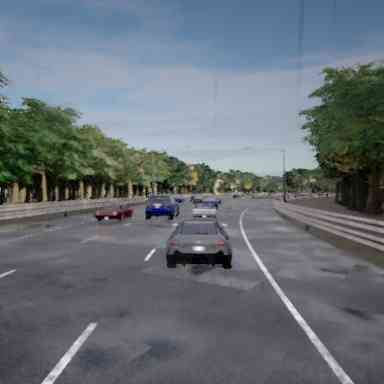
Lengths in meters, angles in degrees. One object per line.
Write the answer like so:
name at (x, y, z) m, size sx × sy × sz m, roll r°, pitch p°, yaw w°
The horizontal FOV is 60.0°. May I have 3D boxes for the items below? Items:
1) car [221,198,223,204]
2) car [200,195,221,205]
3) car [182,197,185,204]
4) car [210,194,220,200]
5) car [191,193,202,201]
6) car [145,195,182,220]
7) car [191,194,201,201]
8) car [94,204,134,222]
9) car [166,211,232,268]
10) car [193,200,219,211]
car at (4.181, 1.466, 57.411) m, size 1.837 × 1.490 × 4.892 m, roll 0°, pitch 0°, yaw 8°
car at (2.496, 1.468, 43.612) m, size 1.882 × 1.535 × 5.008 m, roll 0°, pitch 0°, yaw 6°
car at (-2.521, 1.413, 59.560) m, size 1.882 × 1.535 × 5.008 m, roll 0°, pitch 0°, yaw 8°
car at (6.282, 1.397, 89.768) m, size 2.033 × 1.411 × 5.357 m, roll 0°, pitch 0°, yaw 12°
car at (1.133, 1.237, 81.978) m, size 2.097 × 1.767 × 4.553 m, roll 0°, pitch 0°, yaw 11°
car at (-2.397, 1.220, 27.896) m, size 2.150 × 2.045 × 5.566 m, roll 0°, pitch 0°, yaw 4°
car at (1.383, 1.470, 62.162) m, size 1.812 × 1.442 × 4.674 m, roll 0°, pitch 0°, yaw 9°
car at (-6.044, 1.593, 26.443) m, size 1.895 × 1.301 × 4.718 m, roll 0°, pitch 0°, yaw 4°
car at (0.259, 1.564, 11.365) m, size 1.994 × 1.385 × 4.181 m, roll 0°, pitch 0°, yaw 2°
car at (1.108, 1.601, 28.061) m, size 1.895 × 1.301 × 4.718 m, roll 0°, pitch 0°, yaw 4°
